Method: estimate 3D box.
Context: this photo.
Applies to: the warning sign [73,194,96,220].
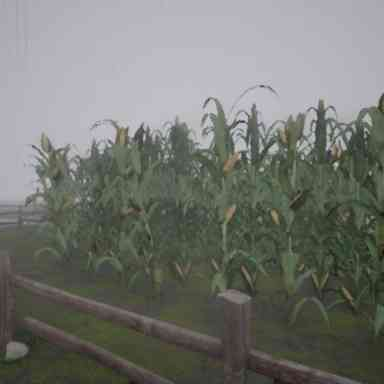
[{"bbox_3d":[-7.997,1.088,24.813,1.300,1.860,1.060,1,1,35],"label":"warning sign"}]
